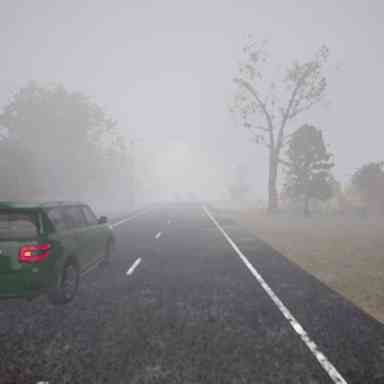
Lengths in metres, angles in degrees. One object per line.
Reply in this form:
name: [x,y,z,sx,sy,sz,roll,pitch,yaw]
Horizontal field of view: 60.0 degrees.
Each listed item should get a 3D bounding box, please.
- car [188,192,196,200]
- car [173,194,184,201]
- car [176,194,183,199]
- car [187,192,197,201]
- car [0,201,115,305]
car: [-0.003,1.015,93.168,2.150,2.045,5.566,0,0,0]
car: [-3.502,1.262,83.098,2.097,1.767,4.553,0,0,0]
car: [-3.502,1.290,93.139,1.837,1.490,4.892,0,0,0]
car: [-0.003,1.133,82.746,2.150,2.045,5.566,0,0,0]
car: [-3.500,1.219,8.207,2.150,2.045,5.566,0,0,0]
